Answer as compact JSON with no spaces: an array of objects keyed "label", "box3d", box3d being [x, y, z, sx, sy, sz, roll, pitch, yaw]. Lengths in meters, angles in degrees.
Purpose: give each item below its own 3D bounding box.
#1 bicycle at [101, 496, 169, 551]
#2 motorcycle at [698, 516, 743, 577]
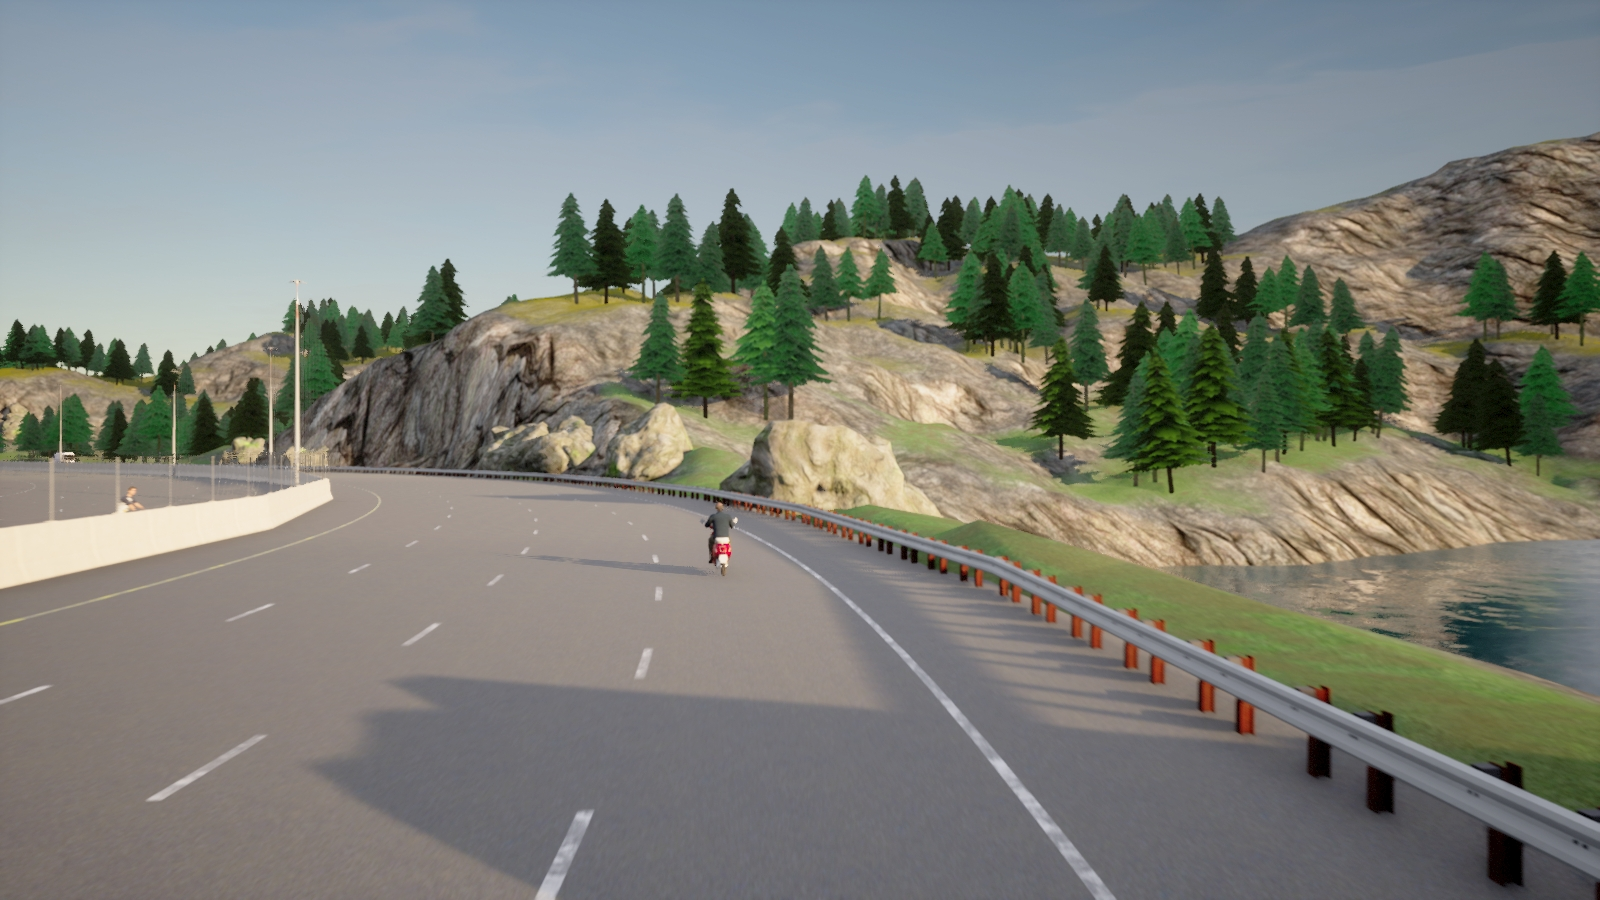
[{"label":"bicycle","box3d":[-18.736,2.067,32.212,1.643,1.514,0.373,-1,-3,-7]},{"label":"motorcycle","box3d":[-1.838,2.186,26.195,0.856,1.236,1.805,-1,0,-9]}]
